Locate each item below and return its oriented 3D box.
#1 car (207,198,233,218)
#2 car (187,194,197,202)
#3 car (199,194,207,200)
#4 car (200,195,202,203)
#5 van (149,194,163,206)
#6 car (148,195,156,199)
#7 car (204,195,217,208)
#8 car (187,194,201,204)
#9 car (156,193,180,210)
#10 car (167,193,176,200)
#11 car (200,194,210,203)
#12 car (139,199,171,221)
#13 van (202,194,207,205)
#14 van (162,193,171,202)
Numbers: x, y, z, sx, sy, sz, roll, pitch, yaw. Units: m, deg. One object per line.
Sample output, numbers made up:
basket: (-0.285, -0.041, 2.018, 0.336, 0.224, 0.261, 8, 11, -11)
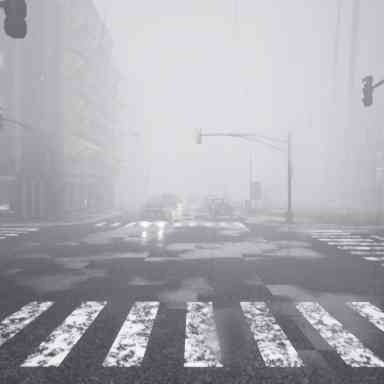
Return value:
car: (2.672, 1.520, 29.951, 1.887, 1.381, 4.507, -1, 0, 0)
car: (0.089, 1.261, 70.979, 2.097, 1.767, 4.553, 0, 0, 0)
car: (2.755, 1.310, 86.409, 1.967, 1.590, 4.097, -1, 0, 0)
car: (2.691, 1.488, 52.535, 1.887, 1.381, 4.507, -1, 0, 0)
van: (-5.659, 1.284, 52.508, 1.690, 1.788, 3.998, -1, 0, 0)
car: (-5.661, 1.518, 46.863, 1.947, 1.339, 4.313, -1, 0, 0)
car: (2.676, 1.408, 35.597, 1.967, 1.590, 4.097, -1, 0, 0)
car: (0.153, 1.477, 60.352, 2.033, 1.411, 5.357, 0, 0, 0)
car: (-3.058, 1.181, 43.474, 2.150, 2.045, 5.566, 0, 0, 0)
car: (-5.625, 1.169, 92.032, 2.192, 1.841, 5.009, -1, 0, 0)
car: (2.710, 1.351, 69.472, 1.967, 1.590, 4.097, -1, 0, 0)
car: (-3.015, 1.544, 26.771, 1.994, 1.385, 4.181, 0, 0, -1)
van: (2.684, 1.293, 46.889, 1.690, 1.788, 3.998, -1, 0, 0)
van: (-5.640, 1.239, 75.094, 1.690, 1.788, 3.998, -1, 0, 0)
